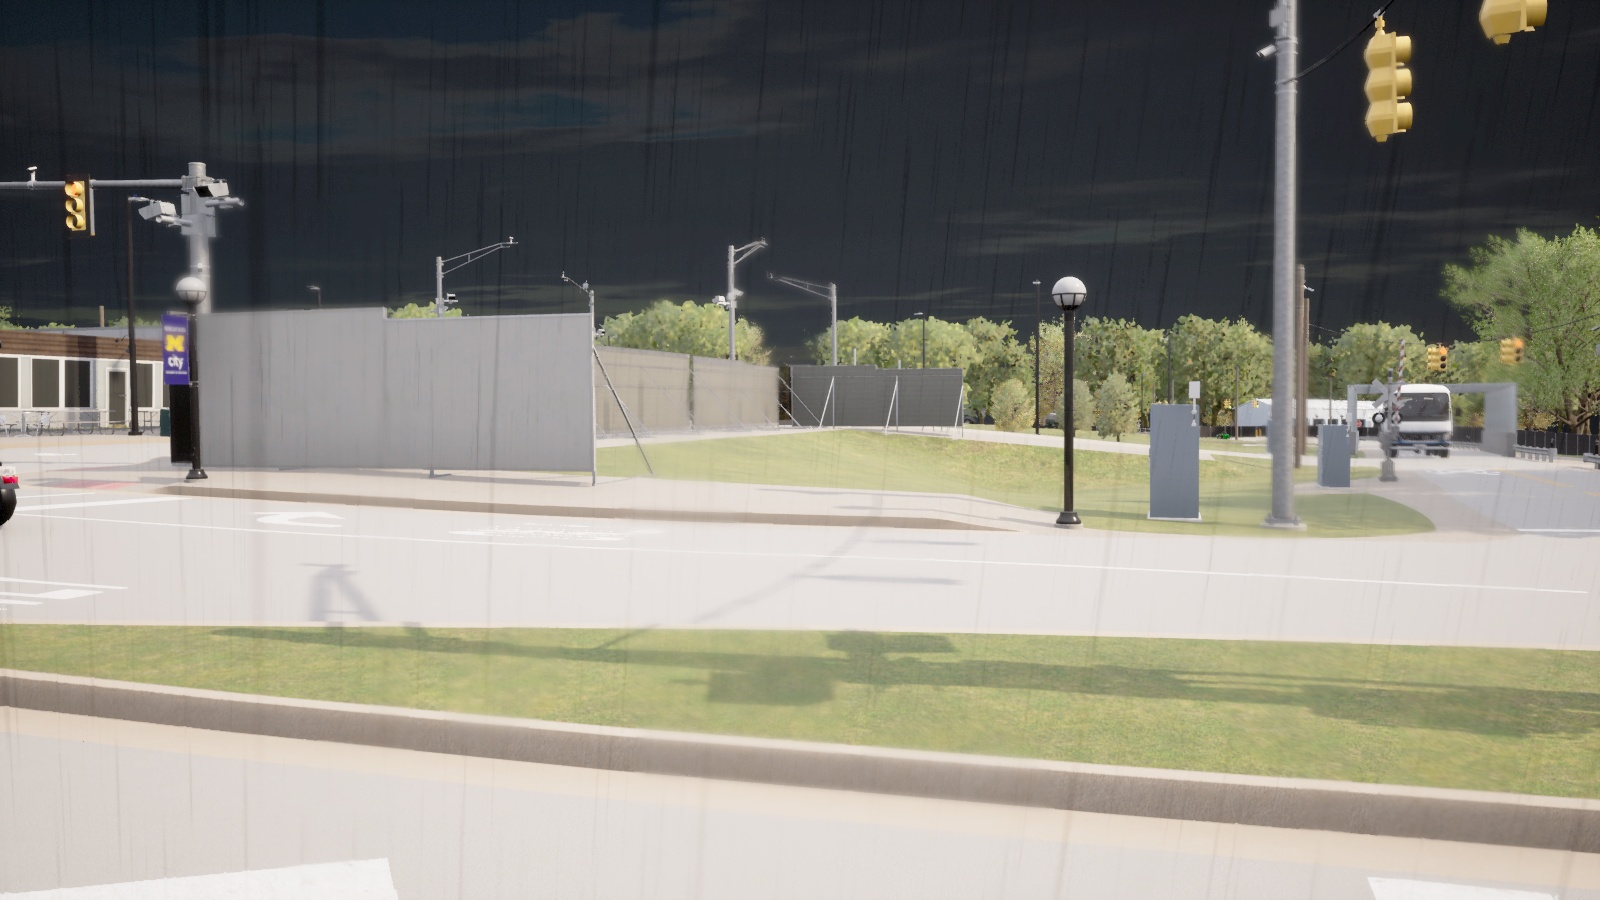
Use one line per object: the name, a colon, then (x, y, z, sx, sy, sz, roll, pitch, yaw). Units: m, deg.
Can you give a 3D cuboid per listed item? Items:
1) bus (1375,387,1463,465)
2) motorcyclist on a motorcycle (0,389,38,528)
bus: (36.215, -1.411, 73.813, 3.944, 4.253, 10.273, 1, 1, 23)
motorcyclist on a motorcycle: (-10.607, 0.053, 15.367, 2.350, 1.649, 0.766, 2, 2, 15)
